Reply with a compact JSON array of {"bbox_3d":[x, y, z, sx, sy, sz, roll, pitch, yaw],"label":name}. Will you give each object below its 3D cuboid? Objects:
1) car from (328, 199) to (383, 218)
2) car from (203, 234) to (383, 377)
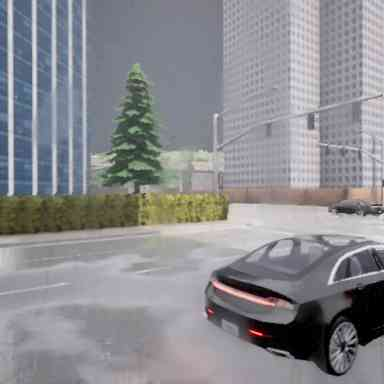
[{"bbox_3d":[14.096,1.378,28.830,2.128,1.511,4.902,0,0,-23],"label":"car"},{"bbox_3d":[2.468,1.471,5.547,4.902,1.511,2.128,0,0,-35],"label":"car"}]
